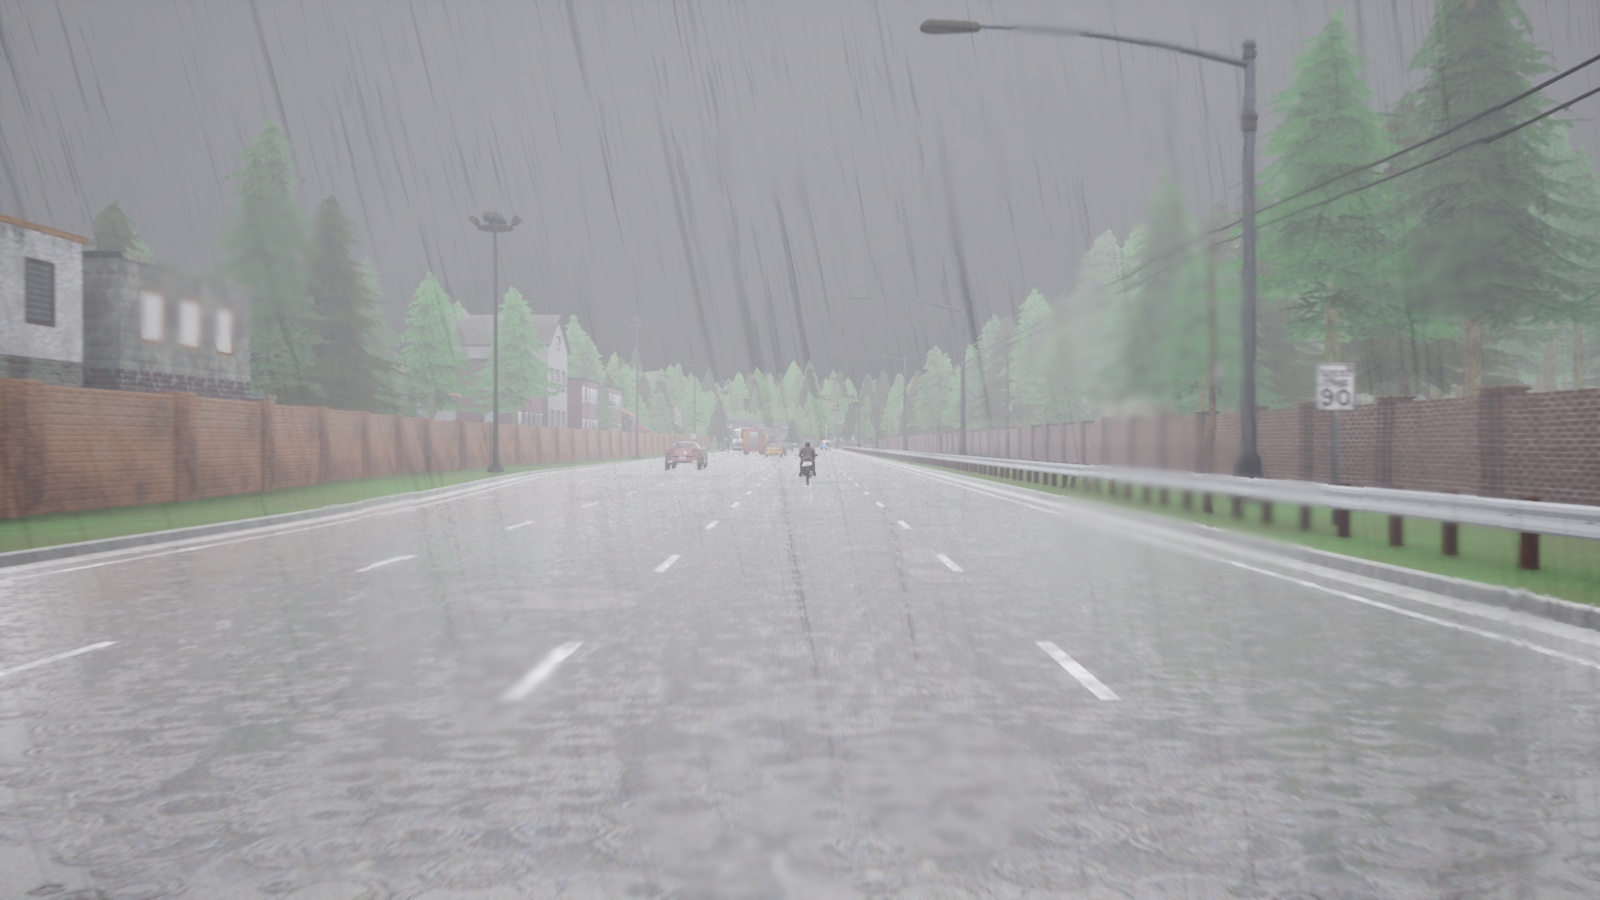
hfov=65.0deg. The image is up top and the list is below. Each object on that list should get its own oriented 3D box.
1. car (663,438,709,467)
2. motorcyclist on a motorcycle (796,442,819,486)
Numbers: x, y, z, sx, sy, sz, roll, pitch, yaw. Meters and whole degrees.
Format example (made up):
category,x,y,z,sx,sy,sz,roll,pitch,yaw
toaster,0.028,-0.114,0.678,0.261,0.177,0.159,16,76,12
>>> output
category,x,y,z,sx,sy,sz,roll,pitch,yaw
car,-6.571,0.113,72.847,2.152,1.651,5.027,0,0,0
motorcyclist on a motorcycle,0.267,0.481,44.389,0.797,1.523,2.044,0,0,0
